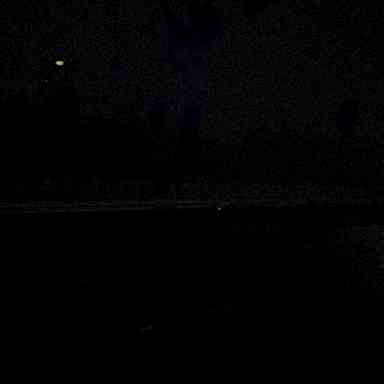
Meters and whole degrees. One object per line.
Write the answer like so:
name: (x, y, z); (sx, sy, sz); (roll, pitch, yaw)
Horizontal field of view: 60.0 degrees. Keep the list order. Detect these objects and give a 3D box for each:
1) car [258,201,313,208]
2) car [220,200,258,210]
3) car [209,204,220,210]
car: (8.073, 1.510, 26.915); (4.902, 1.511, 2.128); (0, 0, -35)
car: (5.070, 1.617, 29.078); (4.718, 1.301, 1.895); (0, 0, -35)
car: (3.756, 1.543, 32.434); (4.674, 1.442, 1.812); (0, 0, -35)
